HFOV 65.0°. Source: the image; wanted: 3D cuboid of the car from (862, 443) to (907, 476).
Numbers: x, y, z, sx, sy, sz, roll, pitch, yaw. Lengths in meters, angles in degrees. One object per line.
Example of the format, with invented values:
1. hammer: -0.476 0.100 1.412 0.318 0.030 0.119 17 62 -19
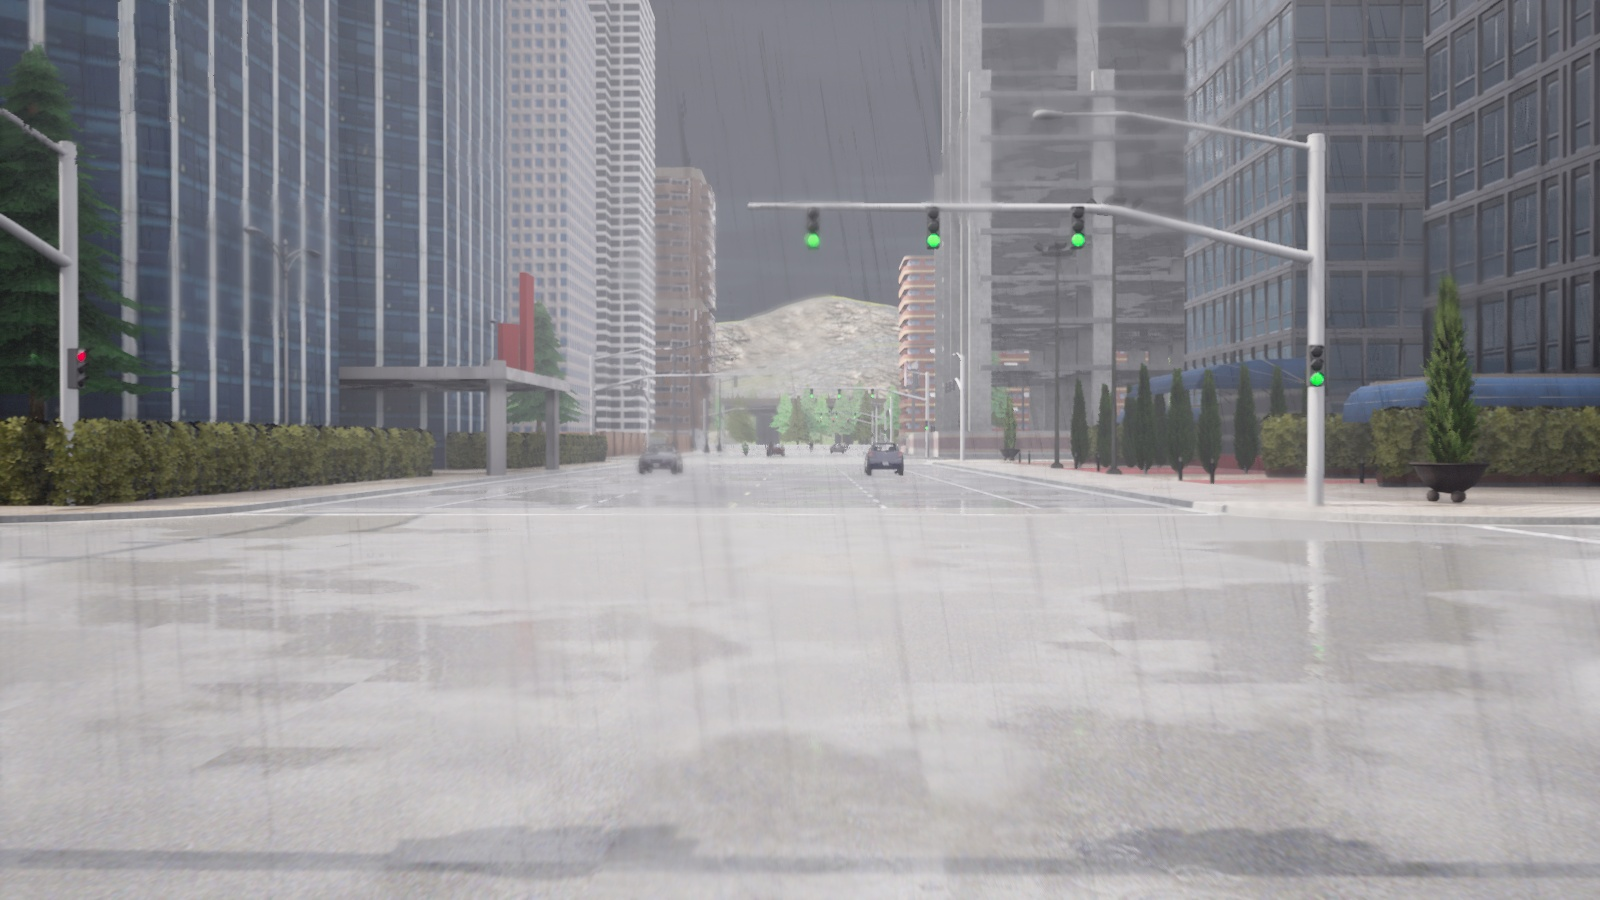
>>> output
1. car: 3.845 0.413 57.884 1.845 1.501 3.633 0 0 0

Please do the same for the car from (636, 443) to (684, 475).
1. car: -6.644 0.392 59.932 1.816 1.474 4.193 0 0 0
